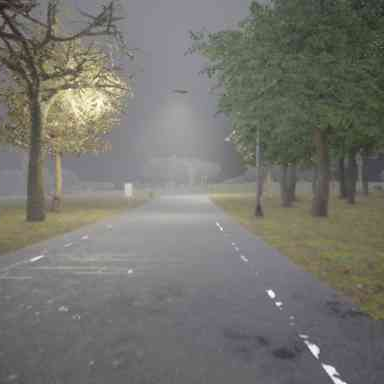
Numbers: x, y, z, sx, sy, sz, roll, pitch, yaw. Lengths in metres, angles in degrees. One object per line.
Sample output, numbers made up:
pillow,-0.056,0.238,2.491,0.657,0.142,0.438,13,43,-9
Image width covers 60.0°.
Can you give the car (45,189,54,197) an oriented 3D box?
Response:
car,-37.512,0.359,86.165,5.566,2.045,2.150,-1,-1,0
